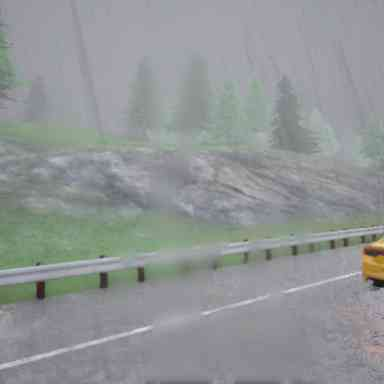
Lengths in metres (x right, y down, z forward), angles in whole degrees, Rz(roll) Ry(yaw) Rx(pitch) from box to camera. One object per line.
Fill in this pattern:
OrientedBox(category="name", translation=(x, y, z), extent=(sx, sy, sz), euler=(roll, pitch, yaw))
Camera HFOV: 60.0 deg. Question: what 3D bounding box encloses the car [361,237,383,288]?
OrientedBox(category="car", translation=(6.121, 1.503, 8.100), extent=(5.008, 1.535, 1.882), euler=(0, 0, -35))
